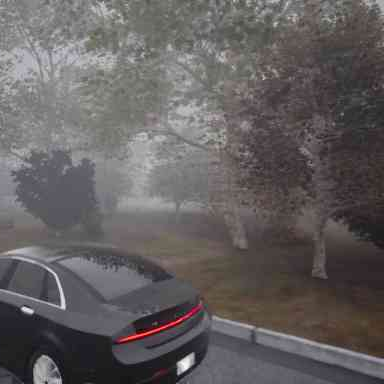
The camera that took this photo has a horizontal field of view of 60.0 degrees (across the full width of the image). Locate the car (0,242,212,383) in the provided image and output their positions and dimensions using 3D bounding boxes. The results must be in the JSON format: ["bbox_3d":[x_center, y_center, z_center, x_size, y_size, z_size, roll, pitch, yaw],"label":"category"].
[{"bbox_3d":[-2.033,1.499,4.825,4.892,1.490,1.837,0,0,35],"label":"car"}]
